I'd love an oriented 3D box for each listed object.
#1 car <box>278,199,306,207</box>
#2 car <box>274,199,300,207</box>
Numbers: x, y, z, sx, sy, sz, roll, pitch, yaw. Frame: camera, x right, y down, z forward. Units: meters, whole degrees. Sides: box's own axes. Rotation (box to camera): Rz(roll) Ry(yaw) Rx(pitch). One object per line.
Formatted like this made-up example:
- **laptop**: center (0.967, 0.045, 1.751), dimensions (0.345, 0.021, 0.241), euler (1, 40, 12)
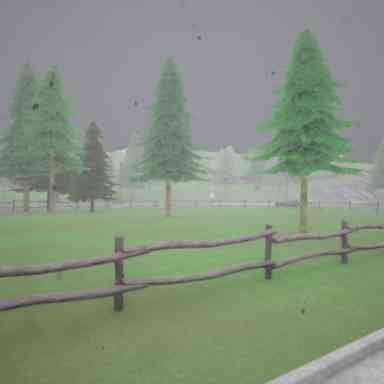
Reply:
- **car**: center (18.646, 2.072, 62.092), dimensions (4.674, 1.442, 1.812), euler (0, 0, 30)
- **car**: center (16.841, 2.079, 59.509), dimensions (4.181, 1.385, 1.994), euler (0, 0, 30)
